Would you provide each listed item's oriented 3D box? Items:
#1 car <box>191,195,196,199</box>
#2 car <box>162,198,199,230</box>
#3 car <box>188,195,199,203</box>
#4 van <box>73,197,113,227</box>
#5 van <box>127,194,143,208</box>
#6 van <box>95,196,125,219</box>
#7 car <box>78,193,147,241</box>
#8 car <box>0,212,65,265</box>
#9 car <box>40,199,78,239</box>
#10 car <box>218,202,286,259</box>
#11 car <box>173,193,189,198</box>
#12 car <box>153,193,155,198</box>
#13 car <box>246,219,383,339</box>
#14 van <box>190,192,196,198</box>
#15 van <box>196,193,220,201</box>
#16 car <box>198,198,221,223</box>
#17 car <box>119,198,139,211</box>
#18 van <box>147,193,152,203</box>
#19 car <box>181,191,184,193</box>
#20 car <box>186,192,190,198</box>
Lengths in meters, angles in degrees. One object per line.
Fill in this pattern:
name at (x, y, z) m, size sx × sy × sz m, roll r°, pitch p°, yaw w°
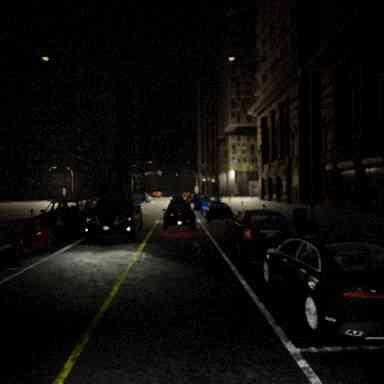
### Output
car at (1.266, 1.285, 34.736) m, size 1.887 × 1.381 × 4.507 m, roll -1°, pitch 0°, yaw -3°
car at (-0.761, 1.377, 20.302) m, size 1.837 × 1.490 × 4.892 m, roll -1°, pitch 1°, yaw -2°
car at (0.226, 1.190, 57.422) m, size 1.802 × 1.307 × 4.206 m, roll -1°, pitch 0°, yaw -3°
van at (-6.733, 1.292, 22.993) m, size 1.690 × 1.788 × 3.998 m, roll -1°, pitch 0°, yaw -3°
van at (-7.773, 1.158, 45.679) m, size 1.690 × 1.788 × 3.998 m, roll -1°, pitch 0°, yaw -3°
van at (-6.993, 1.258, 28.664) m, size 1.690 × 1.788 × 3.998 m, roll -1°, pitch 0°, yaw -3°
car at (-3.776, 1.164, 16.969) m, size 2.150 × 2.045 × 5.566 m, roll -1°, pitch 1°, yaw -2°
car at (-6.208, 1.603, 11.652) m, size 1.802 × 1.307 × 4.206 m, roll -1°, pitch 0°, yaw -3°
car at (-6.473, 1.301, 17.321) m, size 2.192 × 1.841 × 5.009 m, roll -1°, pitch 0°, yaw -3°
car at (2.304, 1.317, 12.048) m, size 1.967 × 1.590 × 4.097 m, roll -1°, pitch 0°, yaw -3°
car at (-1.627, 1.261, 39.432) m, size 1.837 × 1.490 × 4.892 m, roll -1°, pitch 0°, yaw -2°
car at (-8.541, 1.246, 62.524) m, size 1.752 × 1.417 × 4.829 m, roll -1°, pitch 0°, yaw -3°
car at (2.566, 1.463, 6.378) m, size 2.008 × 1.369 × 4.403 m, roll -1°, pitch 0°, yaw -3°
van at (1.002, 1.048, 40.406) m, size 1.690 × 1.788 × 3.998 m, roll -1°, pitch 0°, yaw -3°
van at (1.522, 1.115, 29.063) m, size 1.690 × 1.788 × 3.998 m, roll -1°, pitch 0°, yaw -3°
car at (1.786, 1.359, 23.393) m, size 2.008 × 1.369 × 4.403 m, roll -1°, pitch 0°, yaw -3°
car at (-7.508, 1.432, 40.009) m, size 1.802 × 1.307 × 4.206 m, roll -1°, pitch 0°, yaw -3°
van at (-8.293, 1.093, 57.021) m, size 1.690 × 1.788 × 3.998 m, roll -1°, pitch 0°, yaw -3°
car at (-1.269, 0.976, 90.038) m, size 2.008 × 1.369 × 4.403 m, roll -1°, pitch 0°, yaw -3°
car at (0.484, 1.081, 51.750) m, size 1.967 × 1.590 × 4.097 m, roll -1°, pitch 0°, yaw -3°
